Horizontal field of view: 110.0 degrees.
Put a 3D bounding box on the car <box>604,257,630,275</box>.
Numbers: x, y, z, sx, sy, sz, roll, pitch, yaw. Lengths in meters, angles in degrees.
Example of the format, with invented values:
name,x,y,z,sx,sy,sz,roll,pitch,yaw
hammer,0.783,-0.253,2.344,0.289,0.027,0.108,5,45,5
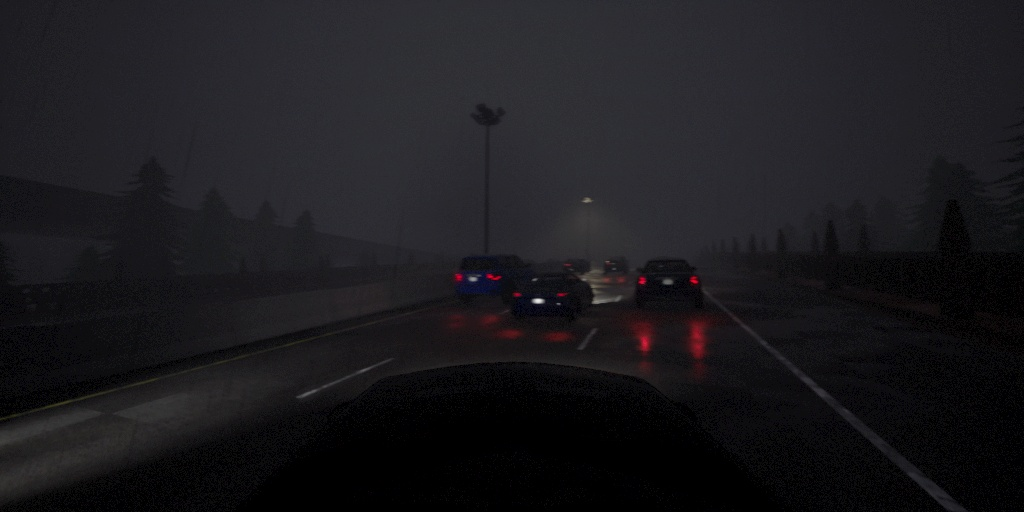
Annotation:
name,x,y,z,sx,sy,sz,roll,pitch,yaw
car,9.163,0.797,31.283,2.128,1.511,4.902,-2,0,22

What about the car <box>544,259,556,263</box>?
name,x,y,z,sx,sy,sz,roll,pitch,yaw
car,5.683,1.081,51.079,2.033,1.411,5.357,-2,-2,22

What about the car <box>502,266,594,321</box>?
name,x,y,z,sx,sy,sz,roll,pitch,yaw
car,1.496,1.225,12.133,1.994,1.385,4.181,-2,0,22

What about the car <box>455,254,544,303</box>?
name,x,y,z,sx,sy,sz,roll,pitch,yaw
car,-0.518,0.952,16.547,2.150,2.045,5.566,-2,0,22

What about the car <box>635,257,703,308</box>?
name,x,y,z,sx,sy,sz,roll,pitch,yaw
car,5.868,0.833,13.662,2.097,1.767,4.553,-2,0,22

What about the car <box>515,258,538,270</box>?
name,x,y,z,sx,sy,sz,roll,pitch,yaw
car,2.168,1.158,51.734,1.837,1.490,4.892,-2,-2,22

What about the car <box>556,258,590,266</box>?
name,x,y,z,sx,sy,sz,roll,pitch,yaw
car,5.921,0.923,32.596,2.128,1.511,4.902,-2,0,22
